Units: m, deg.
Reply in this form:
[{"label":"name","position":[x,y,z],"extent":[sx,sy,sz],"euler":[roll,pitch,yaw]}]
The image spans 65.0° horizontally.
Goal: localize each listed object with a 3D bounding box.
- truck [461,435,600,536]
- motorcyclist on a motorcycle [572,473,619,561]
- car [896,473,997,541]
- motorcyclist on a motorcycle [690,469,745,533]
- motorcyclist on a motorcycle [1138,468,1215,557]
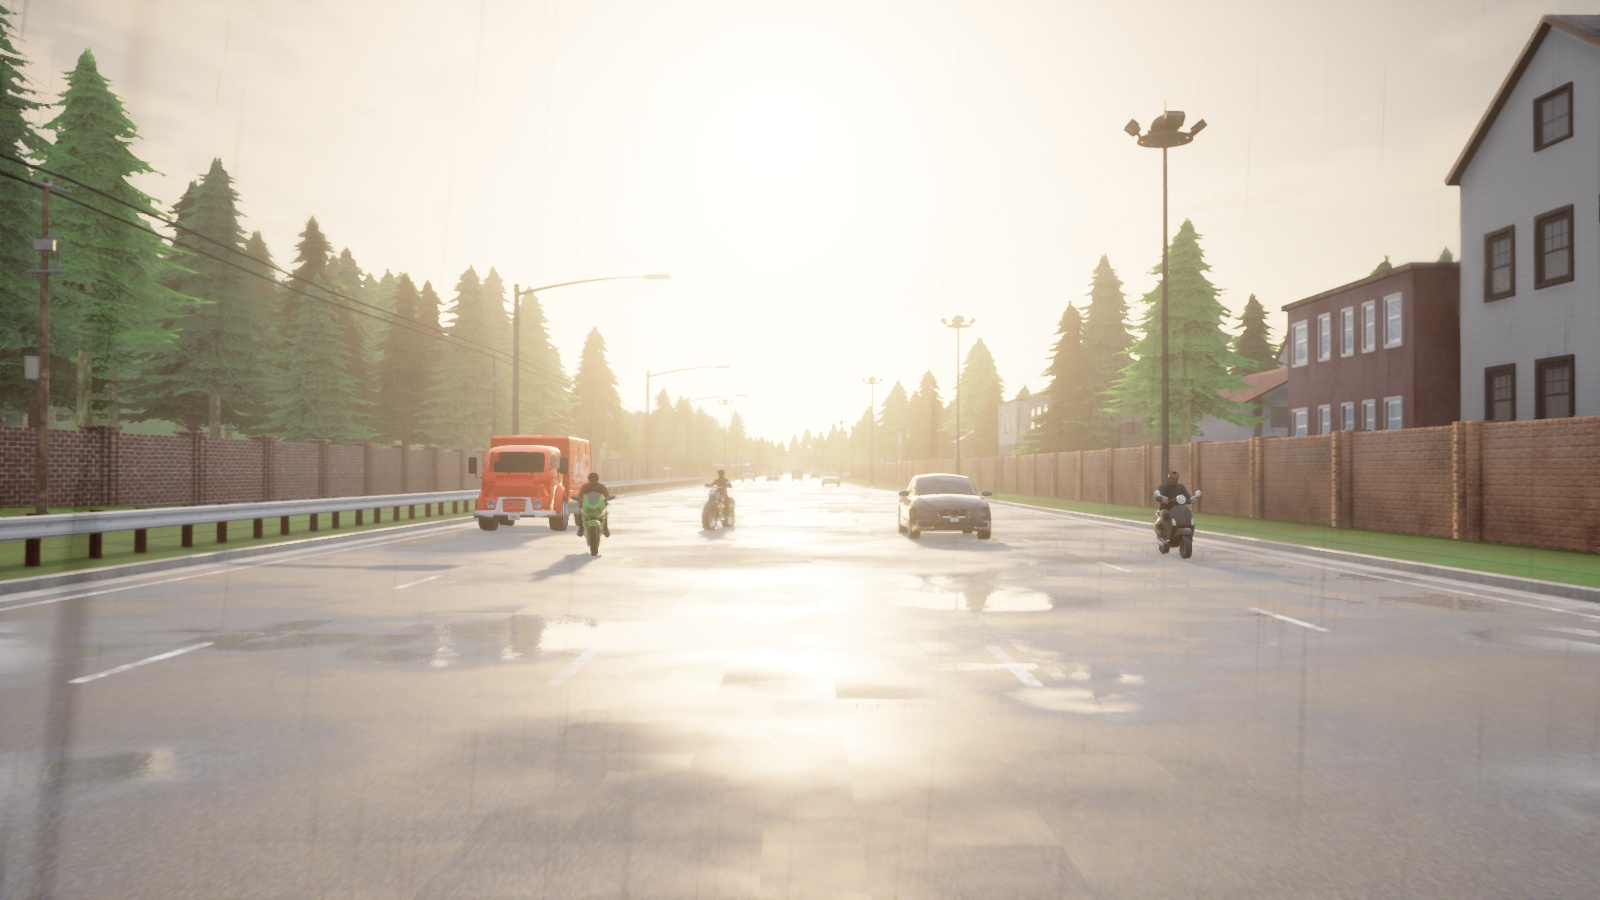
[{"label":"truck","position":[-7.079,0.921,33.674],"extent":[2.627,2.467,5.204],"euler":[0,-1,0]},{"label":"motorcyclist on a motorcycle","position":[-3.787,1.202,23.253],"extent":[0.797,1.523,2.044],"euler":[-1,-1,-9]},{"label":"car","position":[3.431,1.313,30.230],"extent":[1.837,1.490,4.892],"euler":[0,-1,0]},{"label":"motorcyclist on a motorcycle","position":[-2.175,1.337,33.531],"extent":[0.766,1.649,2.350],"euler":[0,-1,14]},{"label":"motorcyclist on a motorcycle","position":[6.947,1.131,23.278],"extent":[0.866,1.590,1.817],"euler":[0,-1,0]}]
